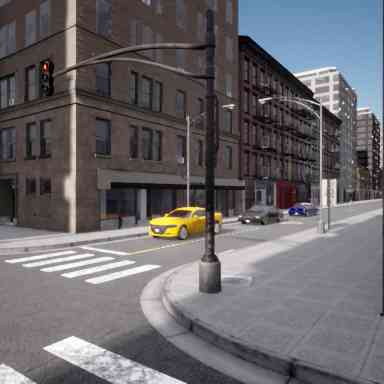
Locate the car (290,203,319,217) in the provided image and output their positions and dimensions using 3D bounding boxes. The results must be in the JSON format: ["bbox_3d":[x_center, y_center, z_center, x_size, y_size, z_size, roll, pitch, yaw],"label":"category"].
[{"bbox_3d":[11.515,1.816,34.333,1.895,1.301,4.718,0,0,36],"label":"car"}]

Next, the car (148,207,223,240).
[{"bbox_3d":[-0.214,1.576,17.895,1.882,1.535,5.008,0,0,35],"label":"car"}]

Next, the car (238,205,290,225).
[{"bbox_3d":[5.527,1.704,25.953,2.033,1.411,5.357,0,0,35],"label":"car"}]
